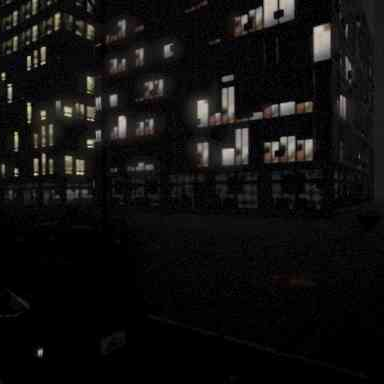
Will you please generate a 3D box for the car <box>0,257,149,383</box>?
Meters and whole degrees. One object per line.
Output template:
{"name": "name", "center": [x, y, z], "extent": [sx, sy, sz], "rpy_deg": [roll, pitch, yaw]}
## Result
{"name": "car", "center": [-2.510, 1.609, 4.658], "extent": [4.313, 1.339, 1.947], "rpy_deg": [-1, 0, 35]}
